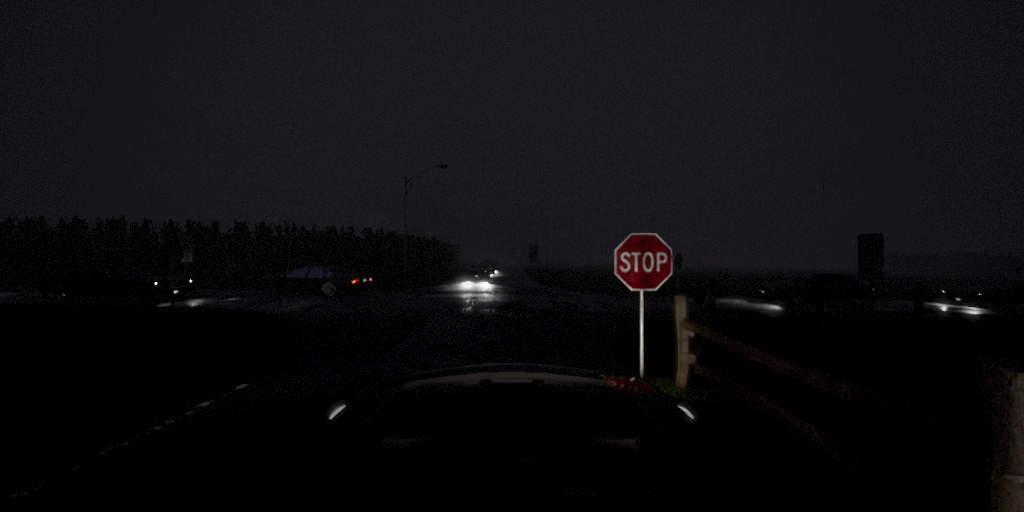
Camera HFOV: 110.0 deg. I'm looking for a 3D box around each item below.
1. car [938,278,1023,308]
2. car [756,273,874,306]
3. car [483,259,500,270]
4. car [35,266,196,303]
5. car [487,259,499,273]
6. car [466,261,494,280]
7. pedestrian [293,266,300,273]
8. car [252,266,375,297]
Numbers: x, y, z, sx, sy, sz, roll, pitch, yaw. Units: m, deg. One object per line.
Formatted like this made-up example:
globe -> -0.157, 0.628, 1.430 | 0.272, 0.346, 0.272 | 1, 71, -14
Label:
car -> 24.404, 1.769, 17.497 | 5.357, 1.411, 2.033 | 1, 0, 0
car -> 14.626, 1.551, 17.443 | 4.892, 1.490, 1.837 | 1, 0, 0
car -> -2.941, 1.228, 51.704 | 2.128, 1.511, 4.902 | 0, 0, 0
car -> -15.577, 1.082, 14.302 | 4.718, 1.301, 1.895 | 1, 0, 1
car -> -2.933, 1.286, 41.574 | 2.033, 1.411, 5.357 | 0, 0, 0
car -> -2.911, 1.343, 31.730 | 1.895, 1.301, 4.718 | 0, 0, 0
pedestrian -> -12.211, 1.161, 20.331 | 0.375, 1.300, 0.375 | 0, -2, 0
car -> -9.495, 1.162, 17.333 | 5.357, 1.411, 2.033 | 1, -1, 8
